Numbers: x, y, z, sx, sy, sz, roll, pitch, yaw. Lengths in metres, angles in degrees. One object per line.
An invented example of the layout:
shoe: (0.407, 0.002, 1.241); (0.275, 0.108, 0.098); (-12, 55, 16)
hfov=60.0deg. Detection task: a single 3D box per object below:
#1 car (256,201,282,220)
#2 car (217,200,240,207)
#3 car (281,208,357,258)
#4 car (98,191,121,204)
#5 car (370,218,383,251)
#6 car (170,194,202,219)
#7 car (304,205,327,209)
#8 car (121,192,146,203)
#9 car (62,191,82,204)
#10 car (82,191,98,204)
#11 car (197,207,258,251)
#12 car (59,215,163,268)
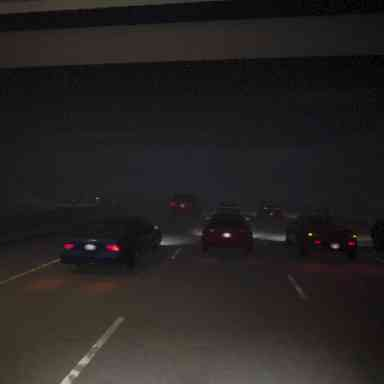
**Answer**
car: (6.670, 1.543, 29.040); (2.128, 1.511, 4.902); (1, 0, 7)
car: (3.192, 1.486, 29.424); (2.128, 1.511, 4.902); (1, 0, 7)
car: (4.909, 1.580, 13.060); (1.812, 1.442, 4.674); (1, 0, 7)
car: (-12.108, 0.926, 51.531); (2.150, 2.045, 5.566); (1, 0, 7)
car: (8.247, 1.323, 11.449); (2.150, 2.045, 5.566); (1, -1, 7)
car: (-0.422, 1.161, 28.595); (2.150, 2.045, 5.566); (1, 0, 7)
car: (9.979, 1.708, 27.207); (1.895, 1.301, 4.718); (1, 0, 7)
car: (-8.630, 0.982, 51.156); (2.150, 2.045, 5.566); (1, 0, 7)
car: (-18.860, 0.811, 53.931); (2.150, 2.045, 5.566); (1, 0, 7)
car: (-15.374, 1.000, 53.695); (2.097, 1.767, 4.553); (1, 0, 7)
car: (1.514, 1.559, 14.179); (1.994, 1.385, 4.181); (1, 0, 7)
car: (-2.364, 1.487, 11.169); (2.033, 1.411, 5.357); (1, 0, 7)
